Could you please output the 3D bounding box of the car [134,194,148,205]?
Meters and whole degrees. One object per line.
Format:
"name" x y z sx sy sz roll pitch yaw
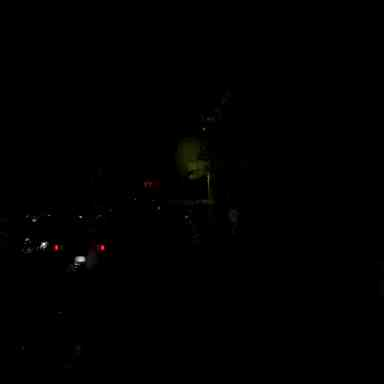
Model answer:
"car" -9.768 1.383 64.505 2.150 2.045 5.566 0 0 0

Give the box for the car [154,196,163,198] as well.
"car" -6.528 1.514 64.612 2.097 1.767 4.553 0 0 1

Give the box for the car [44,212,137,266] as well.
"car" -3.149 1.608 11.622 1.895 1.301 4.718 0 0 0

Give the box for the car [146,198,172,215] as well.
"car" -3.153 1.596 34.475 2.033 1.411 5.357 0 0 0

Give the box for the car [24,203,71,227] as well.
"car" -9.849 1.518 23.227 2.128 1.511 4.902 0 0 0

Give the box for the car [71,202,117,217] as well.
"car" -6.601 1.531 23.586 1.837 1.490 4.892 0 0 0
